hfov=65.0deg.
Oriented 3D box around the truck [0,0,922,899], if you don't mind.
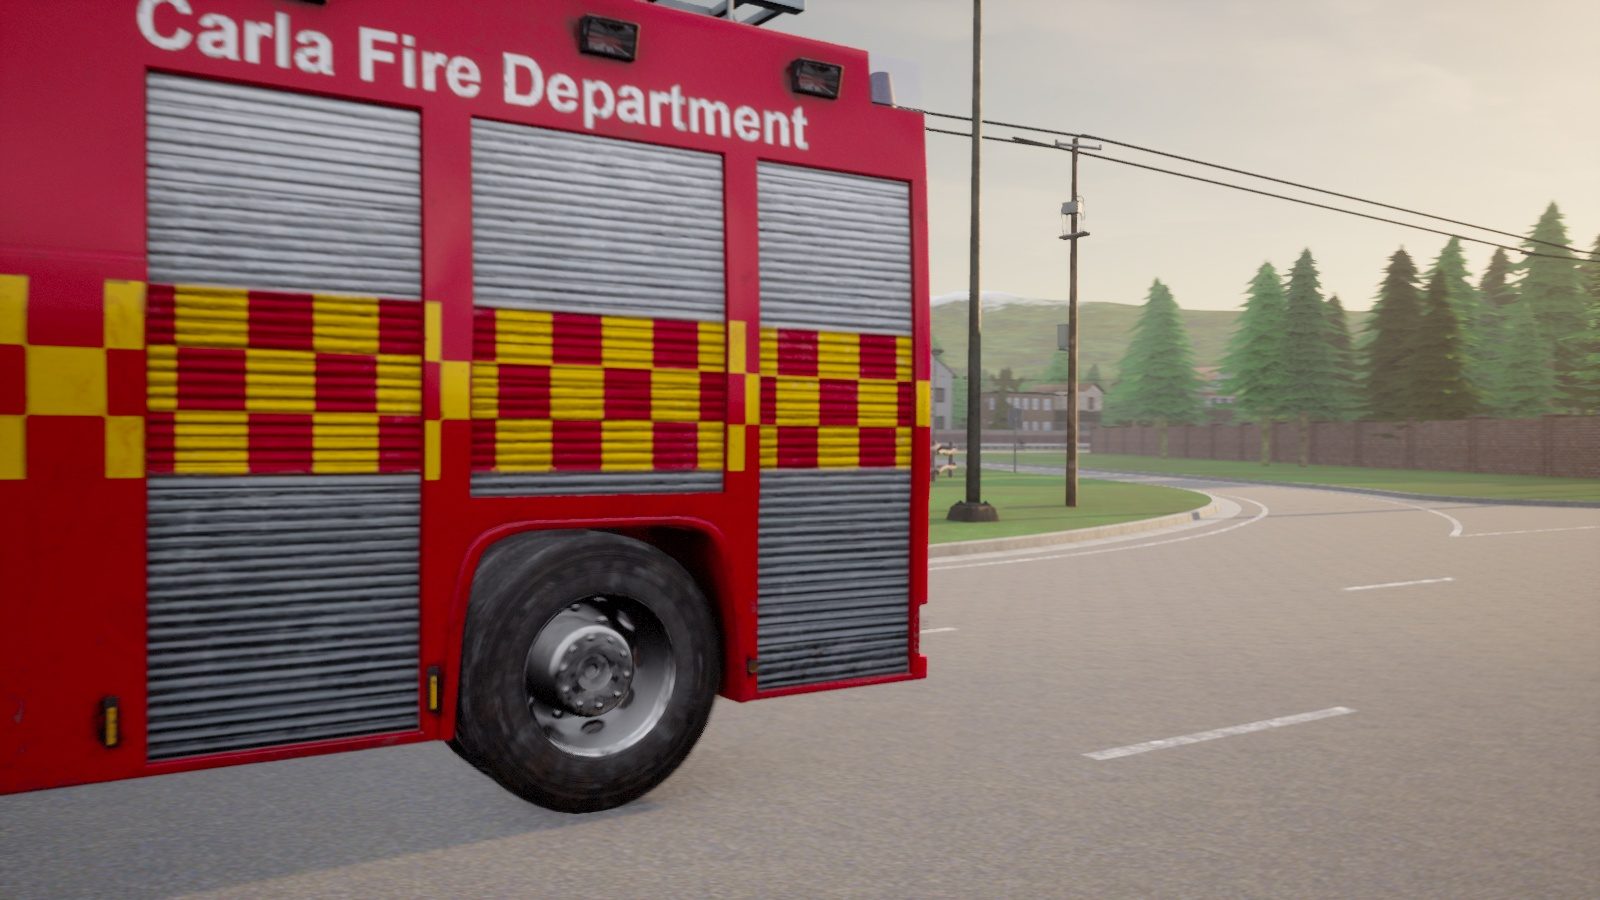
[{"bbox_3d":[-3.788,-0.367,4.726,8.468,3.827,2.891,-1,1,-33],"label":"truck"}]
